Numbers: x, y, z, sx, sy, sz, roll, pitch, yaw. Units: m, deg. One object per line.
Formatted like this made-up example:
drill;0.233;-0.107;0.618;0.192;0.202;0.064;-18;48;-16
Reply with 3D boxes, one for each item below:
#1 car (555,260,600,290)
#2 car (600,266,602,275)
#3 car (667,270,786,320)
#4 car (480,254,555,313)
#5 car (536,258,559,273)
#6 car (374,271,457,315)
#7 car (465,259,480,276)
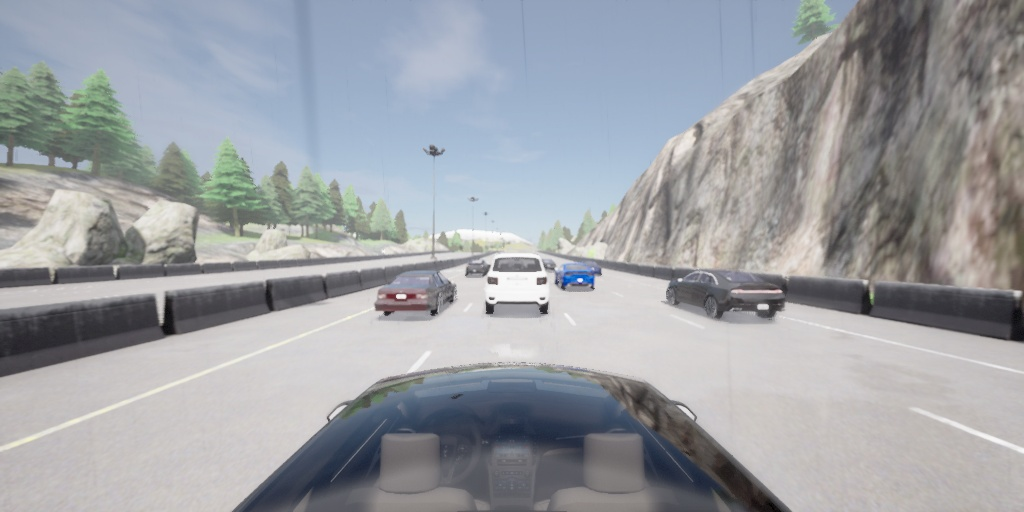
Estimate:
car;3.741;1.144;22.056;1.882;1.535;5.008;0;1;0
car;7.334;1.106;34.782;1.994;1.385;4.181;0;1;0
car;7.172;1.224;12.633;2.128;1.511;4.902;0;0;0
car;0.182;0.936;13.890;2.150;2.045;5.566;0;0;0
car;3.872;1.012;40.019;2.033;1.411;5.357;0;1;0
car;-3.324;1.259;13.324;2.033;1.411;5.357;0;0;0
car;-3.177;1.035;33.267;2.128;1.511;4.902;0;1;0
